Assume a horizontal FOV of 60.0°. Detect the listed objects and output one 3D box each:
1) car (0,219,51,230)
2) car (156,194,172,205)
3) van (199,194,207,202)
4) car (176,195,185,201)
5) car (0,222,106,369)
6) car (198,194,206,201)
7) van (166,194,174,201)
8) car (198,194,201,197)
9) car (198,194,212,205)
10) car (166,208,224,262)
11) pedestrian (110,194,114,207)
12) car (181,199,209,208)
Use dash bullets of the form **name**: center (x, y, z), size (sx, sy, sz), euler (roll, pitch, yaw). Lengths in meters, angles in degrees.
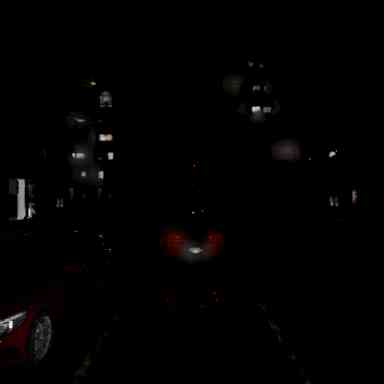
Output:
- **car**: center (-5.317, 1.549, 10.120), size (2.008, 1.369, 4.403), euler (0, 0, 0)
- **car**: center (-5.323, 1.289, 59.369), size (2.192, 1.841, 5.009), euler (0, 0, 0)
- **van**: center (2.556, 1.300, 76.027), size (1.690, 1.788, 3.998), euler (0, 0, 0)
- **car**: center (-2.763, 1.453, 81.598), size (1.837, 1.490, 4.892), euler (0, 0, 0)
- **car**: center (-2.851, 1.525, 5.916), size (1.812, 1.442, 4.674), euler (0, 0, 0)
- **car**: center (2.554, 1.387, 87.131), size (1.967, 1.590, 4.097), euler (0, 0, 0)
- **van**: center (-5.326, 1.294, 81.577), size (1.690, 1.788, 3.998), euler (0, 0, 0)
- **car**: center (2.556, 1.546, 70.475), size (1.802, 1.307, 4.206), euler (0, 0, 0)
- **car**: center (2.557, 1.540, 59.371), size (1.947, 1.339, 4.313), euler (0, 0, 0)
- **car**: center (0.091, 1.523, 11.996), size (1.812, 1.442, 4.674), euler (0, 0, 0)
- **pedestrian**: center (-12.159, 1.269, 50.119), size (0.375, 1.860, 0.375), euler (0, 1, 0)
- **car**: center (0.089, 1.556, 27.088), size (1.994, 1.385, 4.181), euler (0, 0, 0)
